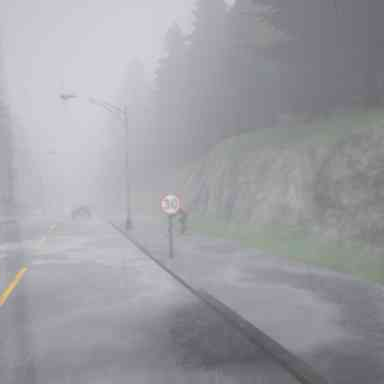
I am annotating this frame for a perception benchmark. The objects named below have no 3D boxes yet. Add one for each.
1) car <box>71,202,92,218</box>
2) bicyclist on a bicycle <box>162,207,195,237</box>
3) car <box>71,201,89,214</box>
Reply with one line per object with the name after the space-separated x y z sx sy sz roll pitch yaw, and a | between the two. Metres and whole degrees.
-11.469 1.846 34.509 1.812 1.442 4.674 -2 0 -19 | car
-0.664 1.363 16.242 1.656 1.620 0.582 -2 0 -19 | bicyclist on a bicycle
-14.741 1.960 43.800 2.033 1.411 5.357 -2 0 -19 | car
